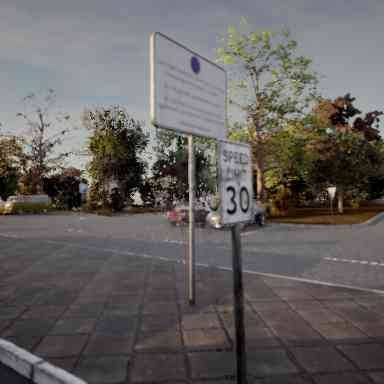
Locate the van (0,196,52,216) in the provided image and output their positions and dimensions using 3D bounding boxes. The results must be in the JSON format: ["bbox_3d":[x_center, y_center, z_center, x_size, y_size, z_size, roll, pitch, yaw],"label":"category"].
[{"bbox_3d":[-16.905,1.385,34.283,1.878,1.987,4.442,-1,-1,35],"label":"van"}]

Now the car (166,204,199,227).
[{"bbox_3d":[0.169,1.495,22.407,2.002,1.452,4.674,0,0,35],"label":"car"}]

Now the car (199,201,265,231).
[{"bbox_3d":[2.790,1.326,20.623,2.185,1.767,4.553,0,0,35],"label":"car"}]
